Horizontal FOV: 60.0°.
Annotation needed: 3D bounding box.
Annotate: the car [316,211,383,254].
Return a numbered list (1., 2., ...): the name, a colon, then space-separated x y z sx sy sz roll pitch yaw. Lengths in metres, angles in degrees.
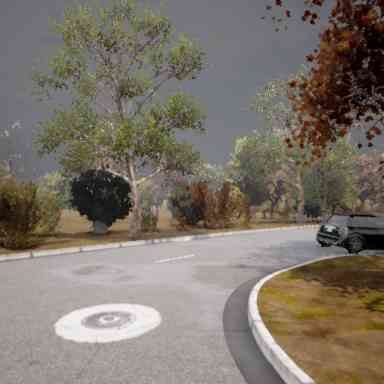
1. car: 8.200 1.815 15.294 4.553 1.767 2.097 3 0 -14
